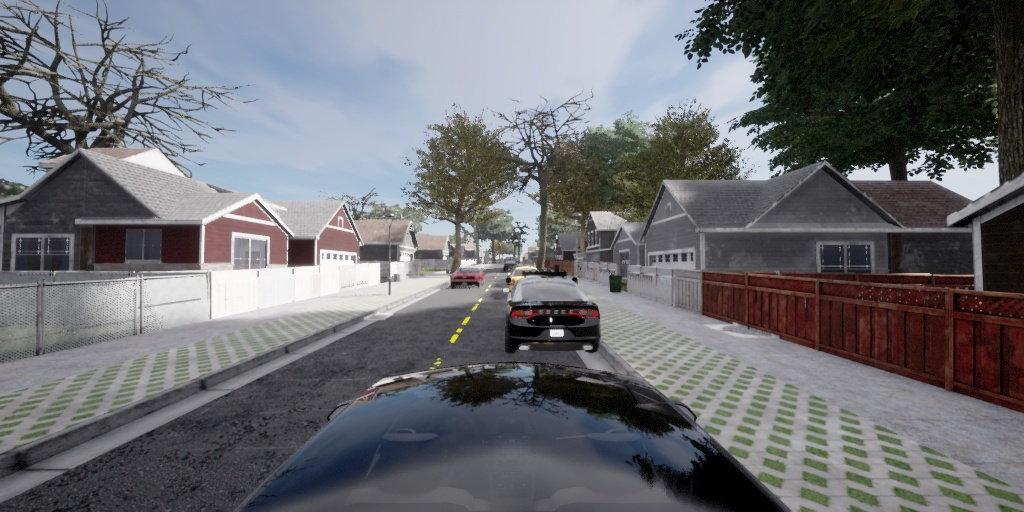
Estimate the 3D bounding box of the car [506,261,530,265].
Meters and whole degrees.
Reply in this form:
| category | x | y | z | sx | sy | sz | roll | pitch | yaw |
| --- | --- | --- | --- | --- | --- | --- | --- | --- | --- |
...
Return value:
| category | x | y | z | sx | sy | sz | roll | pitch | yaw |
| --- | --- | --- | --- | --- | --- | --- | --- | --- | --- |
| car | 0.737 | 1.221 | 19.098 | 1.801 | 1.575 | 5.366 | 0 | 0 | 0 |

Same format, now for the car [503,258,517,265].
| category | x | y | z | sx | sy | sz | roll | pitch | yaw |
| --- | --- | --- | --- | --- | --- | --- | --- | --- | --- |
| car | -0.202 | 1.345 | 49.559 | 1.882 | 1.535 | 5.008 | 0 | 0 | 0 |

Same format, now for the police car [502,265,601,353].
| category | x | y | z | sx | sy | sz | roll | pitch | yaw |
| --- | --- | --- | --- | --- | --- | --- | --- | --- | --- |
| police car | 0.791 | 1.181 | 9.011 | 1.930 | 1.638 | 5.238 | 0 | 0 | 0 |

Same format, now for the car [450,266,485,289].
| category | x | y | z | sx | sy | sz | roll | pitch | yaw |
| --- | --- | --- | --- | --- | --- | --- | --- | --- | --- |
| car | -2.864 | 1.374 | 23.732 | 1.895 | 1.301 | 4.718 | 0 | 0 | 0 |
